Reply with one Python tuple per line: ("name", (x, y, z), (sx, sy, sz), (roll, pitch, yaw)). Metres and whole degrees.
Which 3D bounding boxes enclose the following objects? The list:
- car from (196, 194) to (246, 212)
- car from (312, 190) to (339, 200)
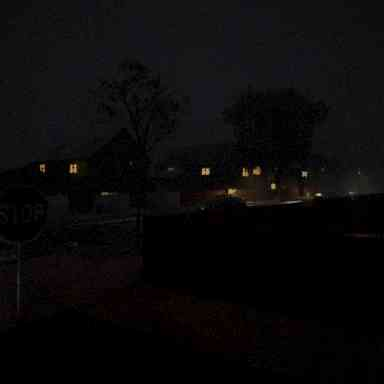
("car", (2.315, 0.944, 25.806), (2.128, 1.511, 4.902), (2, 2, 41))
("car", (17.577, 0.506, 43.498), (2.033, 1.411, 5.357), (2, 2, 41))
